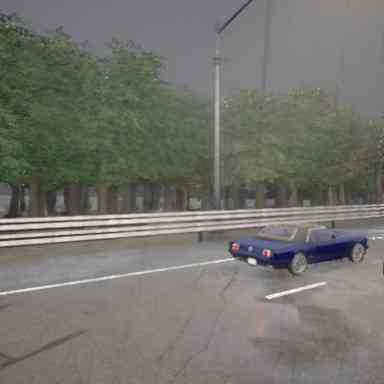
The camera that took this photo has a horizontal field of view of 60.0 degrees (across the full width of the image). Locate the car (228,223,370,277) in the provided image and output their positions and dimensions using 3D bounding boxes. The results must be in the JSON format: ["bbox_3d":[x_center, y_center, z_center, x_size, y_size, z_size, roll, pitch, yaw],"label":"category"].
[{"bbox_3d":[3.488,1.620,10.367,4.718,1.301,1.895,0,0,-34],"label":"car"}]
